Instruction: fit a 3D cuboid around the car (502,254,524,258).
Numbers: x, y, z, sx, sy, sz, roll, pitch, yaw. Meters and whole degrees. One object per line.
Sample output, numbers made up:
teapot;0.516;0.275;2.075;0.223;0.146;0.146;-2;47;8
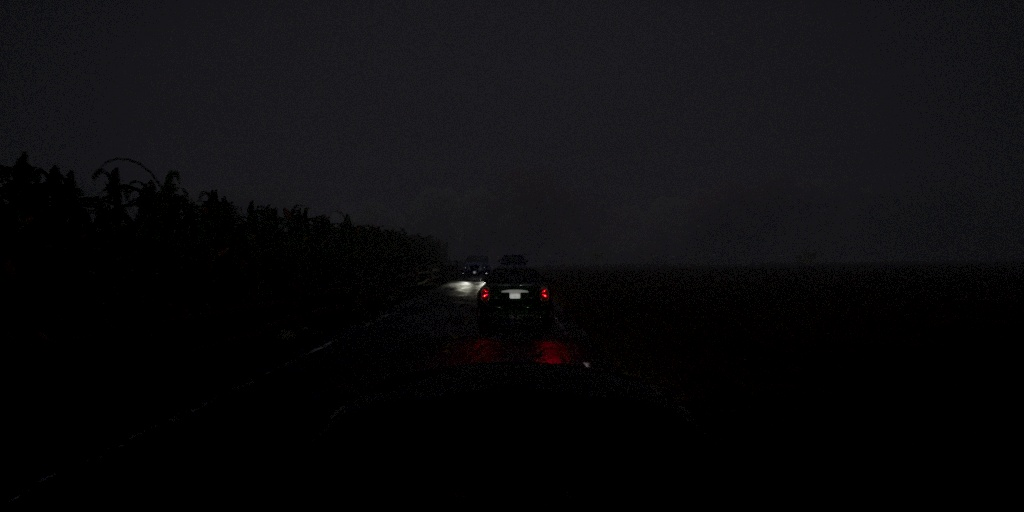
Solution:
car;0.087;0.884;28.767;2.150;2.045;5.566;0;0;0

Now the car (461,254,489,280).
car;-2.855;0.880;30.054;2.150;2.045;5.566;0;0;0

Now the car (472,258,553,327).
car;0.085;1.068;11.567;2.097;1.767;4.553;0;0;0
